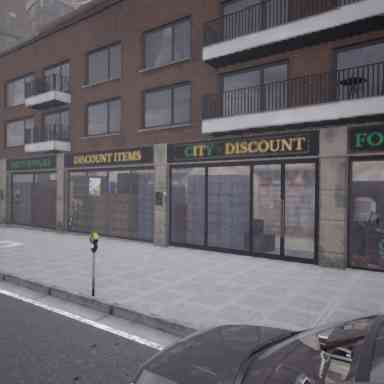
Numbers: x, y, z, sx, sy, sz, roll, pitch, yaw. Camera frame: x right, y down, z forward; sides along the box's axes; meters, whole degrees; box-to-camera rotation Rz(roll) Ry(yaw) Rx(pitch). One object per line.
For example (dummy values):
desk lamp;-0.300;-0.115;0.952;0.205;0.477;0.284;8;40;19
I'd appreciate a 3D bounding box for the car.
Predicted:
car;1.447;1.551;2.040;4.403;1.369;2.008;0;1;35
